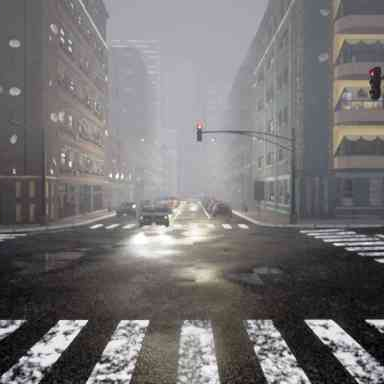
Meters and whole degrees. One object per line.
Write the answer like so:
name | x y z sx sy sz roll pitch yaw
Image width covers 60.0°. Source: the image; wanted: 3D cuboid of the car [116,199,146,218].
car | -5.679 1.566 30.366 1.947 1.339 4.313 0 0 0

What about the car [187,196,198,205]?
car | 0.034 1.539 59.806 1.812 1.442 4.674 0 0 0

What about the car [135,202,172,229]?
car | -2.558 1.600 21.956 1.895 1.301 4.718 0 0 -7

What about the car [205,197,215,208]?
car | 2.705 1.568 35.873 1.947 1.339 4.313 0 0 0

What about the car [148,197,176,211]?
car | -3.074 1.566 34.917 1.994 1.385 4.181 0 0 0

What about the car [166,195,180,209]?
car | -3.033 1.358 46.689 2.097 1.767 4.553 0 0 0

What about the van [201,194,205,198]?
van | 2.712 1.351 52.443 1.690 1.788 3.998 0 0 0

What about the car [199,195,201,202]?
car | 2.717 1.578 57.967 1.947 1.339 4.313 0 0 0

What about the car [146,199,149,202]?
car | -5.673 1.570 41.413 1.947 1.339 4.313 0 0 0

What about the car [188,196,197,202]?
car | 0.040 1.447 69.842 1.895 1.301 4.718 0 0 0

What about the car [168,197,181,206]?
car | -2.967 1.560 57.958 2.033 1.411 5.357 0 0 0

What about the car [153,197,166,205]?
car | -5.664 1.557 57.984 1.887 1.381 4.507 0 0 0

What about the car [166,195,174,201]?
car | -5.649 1.558 85.431 1.752 1.417 4.829 0 0 0

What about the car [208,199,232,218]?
car | 2.702 1.582 30.349 1.802 1.307 4.206 0 0 0

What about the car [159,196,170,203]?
car | -5.657 1.601 69.030 1.802 1.307 4.206 0 0 0

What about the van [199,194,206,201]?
van | 2.730 1.373 85.584 1.690 1.788 3.998 -1 0 0

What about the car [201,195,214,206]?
car | 2.711 1.551 46.919 1.887 1.381 4.507 0 0 0
